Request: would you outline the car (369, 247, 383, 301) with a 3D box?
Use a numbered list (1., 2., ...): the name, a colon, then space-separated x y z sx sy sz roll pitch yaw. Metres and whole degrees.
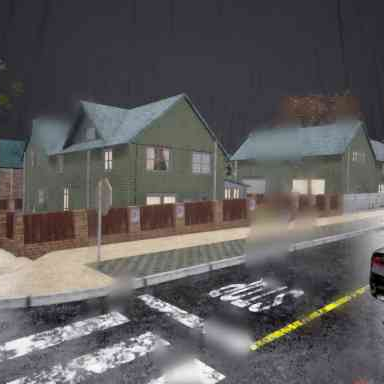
1. car: 5.410 1.365 6.829 5.008 1.535 1.882 -1 2 -42
